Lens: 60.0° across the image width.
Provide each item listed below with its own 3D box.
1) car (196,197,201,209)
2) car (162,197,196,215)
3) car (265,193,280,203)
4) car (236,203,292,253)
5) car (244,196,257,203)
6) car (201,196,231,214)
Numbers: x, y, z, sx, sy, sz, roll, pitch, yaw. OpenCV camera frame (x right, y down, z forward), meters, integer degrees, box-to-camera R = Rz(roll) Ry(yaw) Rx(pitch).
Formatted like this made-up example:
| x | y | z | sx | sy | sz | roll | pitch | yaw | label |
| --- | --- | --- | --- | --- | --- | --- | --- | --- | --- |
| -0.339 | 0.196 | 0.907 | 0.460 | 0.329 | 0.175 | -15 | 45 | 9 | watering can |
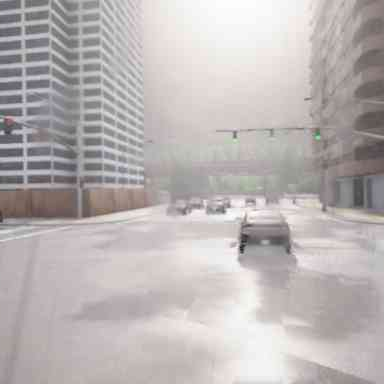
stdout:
| x | y | z | sx | sy | sz | roll | pitch | yaw | label |
| --- | --- | --- | --- | --- | --- | --- | --- | --- | --- |
| 0.469 | 1.434 | 42.856 | 1.812 | 1.442 | 4.674 | -1 | 0 | 10 | car |
| -1.197 | 1.478 | 33.084 | 1.812 | 1.442 | 4.674 | -1 | 0 | 10 | car |
| 13.110 | 1.055 | 54.551 | 2.097 | 1.767 | 4.553 | -1 | 0 | 9 | car |
| 2.811 | 1.424 | 13.322 | 2.128 | 1.511 | 4.902 | -1 | 0 | 9 | car |
| 9.409 | 1.305 | 53.605 | 2.033 | 1.411 | 5.357 | -1 | 0 | 9 | car |
| 2.555 | 1.387 | 34.274 | 2.128 | 1.511 | 4.902 | -1 | 0 | 10 | car |
